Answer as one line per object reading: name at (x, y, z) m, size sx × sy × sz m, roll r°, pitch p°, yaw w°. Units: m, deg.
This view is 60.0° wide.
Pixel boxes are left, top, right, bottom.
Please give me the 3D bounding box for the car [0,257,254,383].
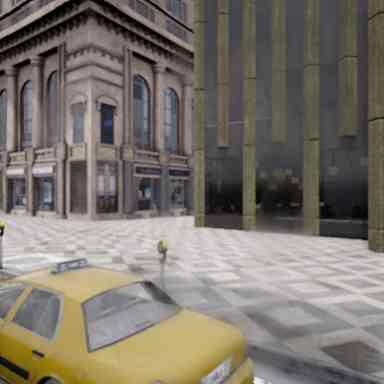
car at (-1.668, 1.509, 4.167) m, size 4.829 × 1.417 × 1.752 m, roll 0°, pitch 0°, yaw 36°
